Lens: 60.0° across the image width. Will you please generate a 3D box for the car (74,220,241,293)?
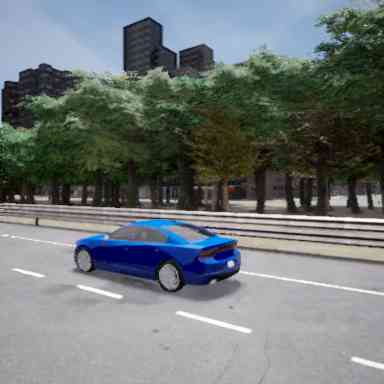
[{"bbox_3d":[-1.138,1.496,8.979,5.008,1.535,1.882,0,0,36],"label":"car"}]
